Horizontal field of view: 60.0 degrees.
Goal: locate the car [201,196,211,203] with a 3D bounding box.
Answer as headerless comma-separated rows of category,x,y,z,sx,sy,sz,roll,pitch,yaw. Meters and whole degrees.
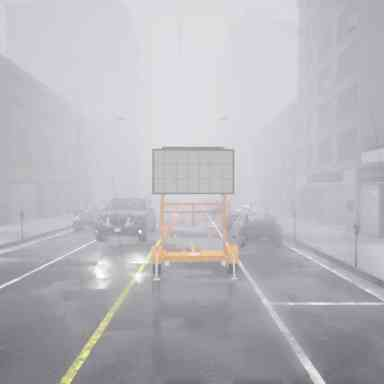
car,2.834,1.578,69.842,1.887,1.381,4.507,-1,0,0

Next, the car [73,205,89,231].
car,-5.751,1.440,20.306,1.967,1.590,4.097,-1,0,0

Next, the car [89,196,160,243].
car,-3.081,1.221,16.505,2.150,2.045,5.566,0,0,0

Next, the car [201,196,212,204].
car,2.828,1.573,64.337,1.887,1.381,4.507,-1,0,0

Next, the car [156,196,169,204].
car,-5.697,1.579,64.347,2.008,1.369,4.403,-1,0,0

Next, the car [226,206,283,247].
car,2.769,1.550,14.790,2.008,1.369,4.403,-1,0,0

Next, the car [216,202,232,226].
car,2.775,1.545,20.296,1.887,1.381,4.507,-1,0,0

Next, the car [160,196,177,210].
car,-2.949,1.575,43.297,1.994,1.385,4.181,0,0,0

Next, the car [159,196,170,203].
car,-5.691,1.577,69.853,1.887,1.381,4.507,-1,0,0

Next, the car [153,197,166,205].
car,-5.704,1.589,58.842,1.947,1.339,4.313,-1,0,0

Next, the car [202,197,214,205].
car,2.821,1.568,58.831,1.887,1.381,4.507,-1,0,0

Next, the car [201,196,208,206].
car,2.815,1.584,53.327,1.947,1.339,4.313,-1,0,0

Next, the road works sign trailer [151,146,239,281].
road works sign trailer,0.035,0.463,9.897,2.380,3.560,2.880,0,0,-2

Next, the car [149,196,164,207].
car,-5.712,1.458,53.337,1.967,1.590,4.097,-1,0,0

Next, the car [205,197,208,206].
car,2.795,1.552,36.811,1.887,1.381,4.507,-1,0,0

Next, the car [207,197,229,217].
car,2.787,1.445,31.306,1.967,1.590,4.097,-1,0,0
